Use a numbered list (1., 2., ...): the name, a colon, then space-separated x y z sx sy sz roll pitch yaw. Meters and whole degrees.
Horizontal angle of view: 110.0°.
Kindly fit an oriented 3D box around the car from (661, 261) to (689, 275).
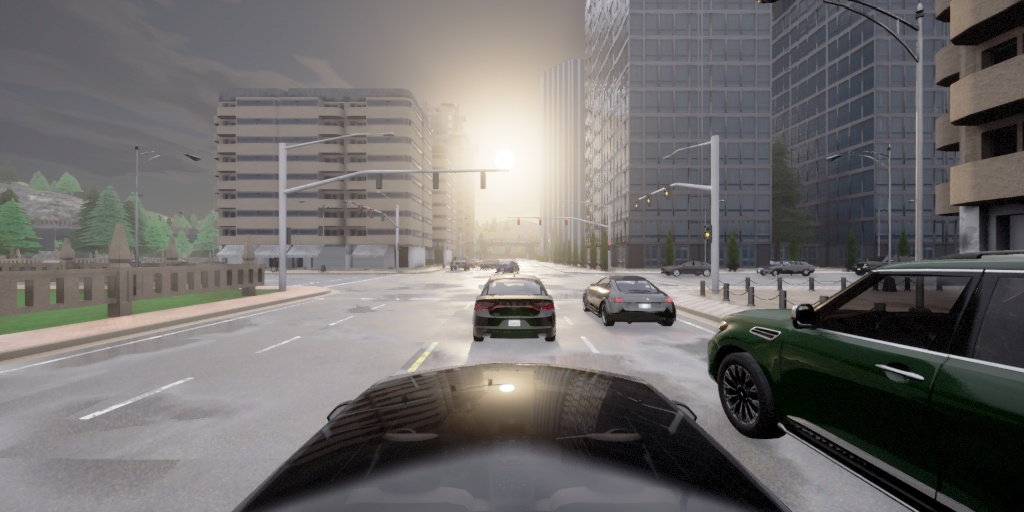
1. car: 16.953 1.199 34.633 4.892 1.490 1.837 0 0 0

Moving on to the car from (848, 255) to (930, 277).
1. car: 36.194 0.916 34.530 5.566 2.045 2.150 0 0 0

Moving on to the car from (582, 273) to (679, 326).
1. car: 3.571 1.314 11.622 1.994 1.385 4.181 0 0 0

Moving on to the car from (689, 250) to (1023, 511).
1. car: 3.601 0.971 2.268 2.150 2.045 5.566 0 0 0

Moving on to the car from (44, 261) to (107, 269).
1. car: -37.389 1.295 30.628 4.718 1.301 1.895 0 0 22

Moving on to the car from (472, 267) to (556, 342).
1. car: 0.063 1.228 9.841 1.882 1.535 5.008 0 0 0

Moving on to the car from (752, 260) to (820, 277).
1. car: 26.315 1.186 34.582 4.902 1.511 2.128 0 0 0

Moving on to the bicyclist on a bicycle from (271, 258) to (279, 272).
1. bicyclist on a bicycle: -26.109 0.995 39.787 0.582 1.620 1.656 0 0 7

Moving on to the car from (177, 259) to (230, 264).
1. car: -22.928 1.199 27.898 4.892 1.490 1.837 0 0 3

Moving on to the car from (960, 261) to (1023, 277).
1. car: 46.533 1.220 34.450 4.674 1.442 1.812 0 0 1

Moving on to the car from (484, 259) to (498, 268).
1. car: -3.613 1.241 62.285 2.128 1.511 4.902 0 0 0

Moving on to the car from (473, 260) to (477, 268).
1. car: -7.125 1.255 59.278 1.837 1.490 4.892 0 0 0

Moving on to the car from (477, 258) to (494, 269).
1. car: -3.632 1.255 52.945 1.837 1.490 4.892 0 0 0

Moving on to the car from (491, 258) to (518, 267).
1. car: -0.478 1.244 39.956 1.812 1.442 4.674 0 -1 14

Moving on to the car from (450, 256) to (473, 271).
1. car: -7.132 0.972 49.574 2.150 2.045 5.566 0 0 0
